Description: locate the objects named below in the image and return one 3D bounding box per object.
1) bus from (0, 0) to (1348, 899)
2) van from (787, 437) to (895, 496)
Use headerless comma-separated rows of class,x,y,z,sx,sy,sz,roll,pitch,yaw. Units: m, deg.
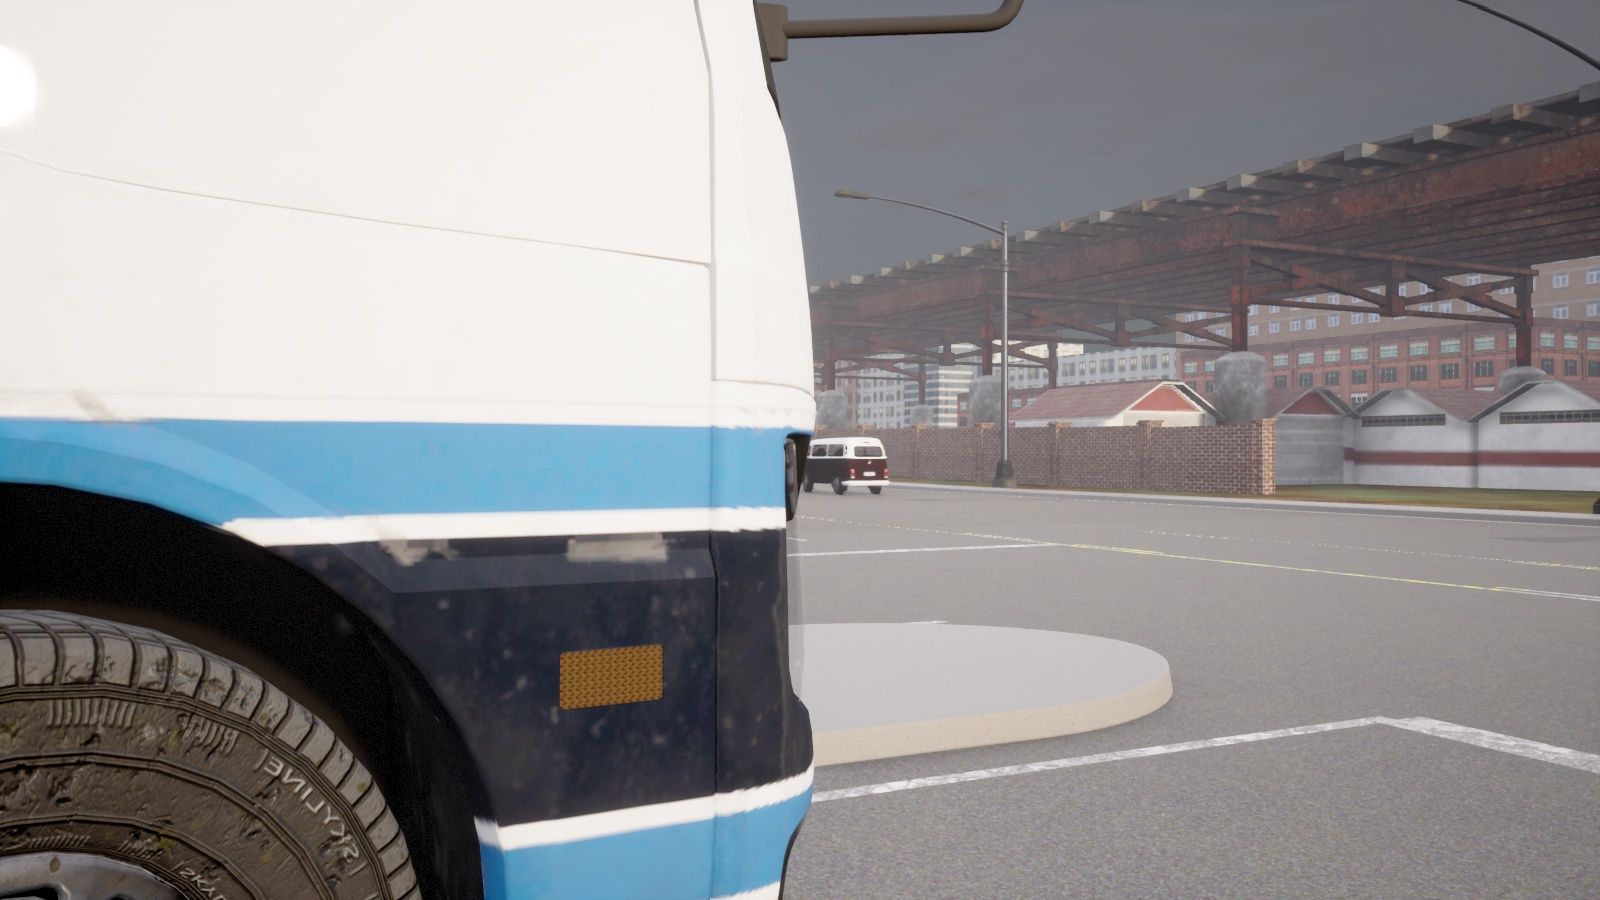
bus,-4.435,-0.619,1.375,10.273,4.253,3.944,0,0,-30
van,1.435,0.566,45.881,2.069,2.038,4.480,0,0,-27
